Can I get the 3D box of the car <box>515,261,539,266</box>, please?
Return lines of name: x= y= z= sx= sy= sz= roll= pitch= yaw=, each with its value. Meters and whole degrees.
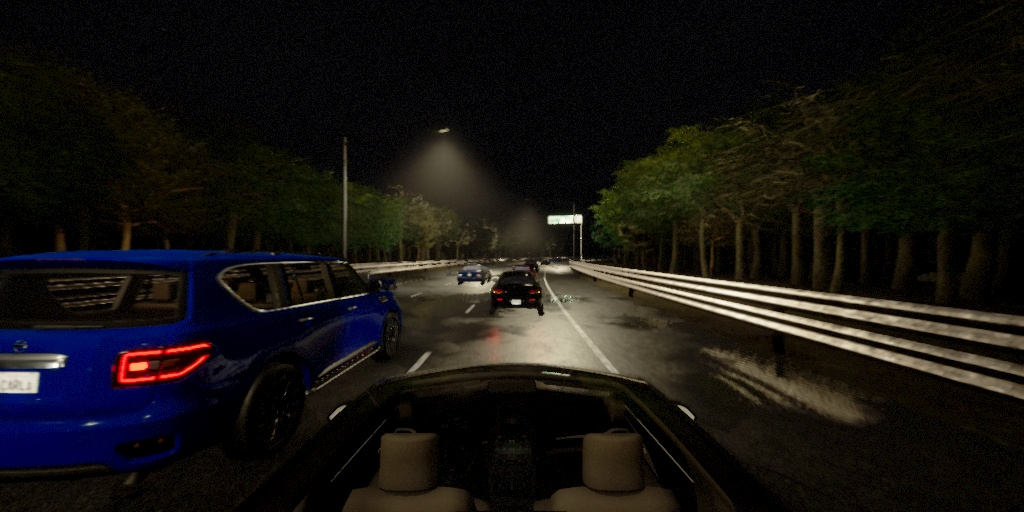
car: x=0.784 y=1.324 z=26.182 sx=1.994 sy=1.385 sz=4.181 roll=0 pitch=0 yaw=4

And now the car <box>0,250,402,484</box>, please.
car: x=-3.368 y=0.964 z=5.134 sx=2.150 sy=2.045 sz=5.566 roll=0 pitch=0 yaw=0

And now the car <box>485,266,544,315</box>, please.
car: x=0.201 y=1.282 z=13.579 sx=1.812 sy=1.442 sz=4.674 roll=0 pitch=0 yaw=2

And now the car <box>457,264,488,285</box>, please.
car: x=-2.644 y=1.299 z=25.933 sx=2.033 sy=1.411 sz=5.357 roll=0 pitch=0 yaw=4

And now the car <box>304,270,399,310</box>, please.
car: x=-6.638 y=1.340 z=15.555 sx=1.895 sy=1.301 sz=4.718 roll=0 pitch=0 yaw=2
